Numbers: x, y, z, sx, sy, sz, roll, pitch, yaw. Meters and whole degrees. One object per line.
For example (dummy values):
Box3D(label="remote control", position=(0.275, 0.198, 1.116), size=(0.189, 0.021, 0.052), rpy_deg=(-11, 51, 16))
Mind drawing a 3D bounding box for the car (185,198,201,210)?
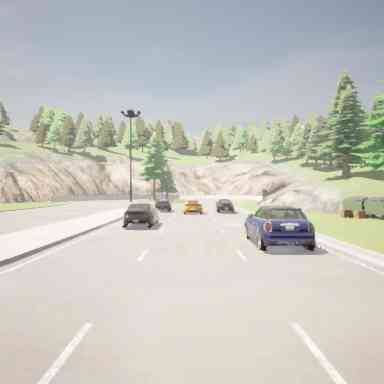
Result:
Box3D(label="car", position=(0.139, 1.547, 44.516), size=(2.033, 1.411, 5.357), rpy_deg=(0, 0, 1))

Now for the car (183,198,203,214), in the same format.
Box3D(label="car", position=(0.097, 1.478, 34.689), size=(1.882, 1.535, 5.008), rpy_deg=(0, 0, 0))

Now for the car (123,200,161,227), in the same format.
Box3D(label="car", position=(-3.399, 1.505, 22.523), size=(1.837, 1.490, 4.892), rpy_deg=(0, 0, 0))

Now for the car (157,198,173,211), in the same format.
Box3D(label="car", position=(-3.396, 1.491, 39.736), size=(2.128, 1.511, 4.902), rpy_deg=(0, 0, 0))

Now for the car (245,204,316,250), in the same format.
Box3D(label="car", position=(3.599, 1.352, 14.357), size=(2.097, 1.767, 4.553), rpy_deg=(0, 0, 0))

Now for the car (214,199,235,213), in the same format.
Box3D(label="car", position=(3.601, 1.526, 36.978), size=(1.812, 1.442, 4.674), rpy_deg=(0, 0, 0))
